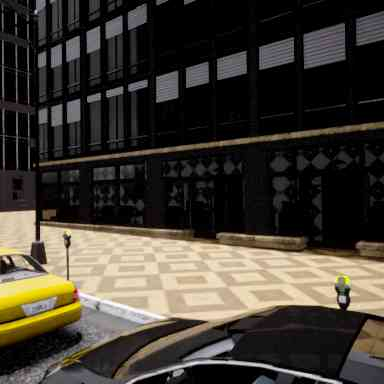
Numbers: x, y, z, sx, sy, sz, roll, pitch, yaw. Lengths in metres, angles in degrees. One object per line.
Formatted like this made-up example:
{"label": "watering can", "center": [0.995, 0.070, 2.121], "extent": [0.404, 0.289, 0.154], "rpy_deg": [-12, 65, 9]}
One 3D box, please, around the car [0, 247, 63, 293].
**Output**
{"label": "car", "center": [-3.951, 1.527, 5.874], "extent": [4.829, 1.417, 1.752], "rpy_deg": [0, -1, 36]}

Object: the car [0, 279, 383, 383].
{"label": "car", "center": [0.683, 1.566, 2.359], "extent": [4.313, 1.339, 1.947], "rpy_deg": [0, -1, 36]}
